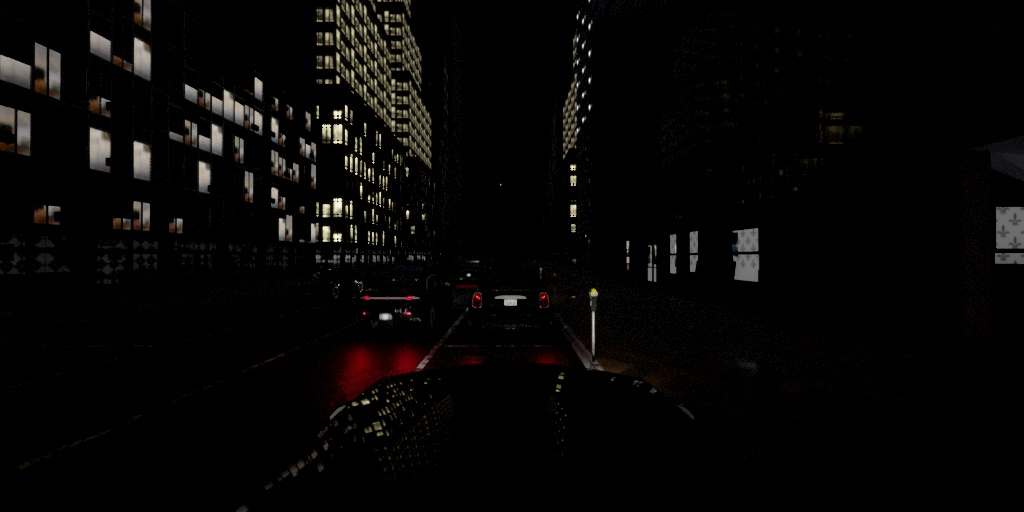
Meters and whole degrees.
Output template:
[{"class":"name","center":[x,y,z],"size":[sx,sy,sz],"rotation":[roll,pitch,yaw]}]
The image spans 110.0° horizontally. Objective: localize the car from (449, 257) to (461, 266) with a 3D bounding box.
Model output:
[{"class":"car","center":[-8.836,1.273,51.803],"size":[1.888,1.381,4.507],"rotation":[0,0,0]}]

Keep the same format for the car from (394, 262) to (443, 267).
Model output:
[{"class":"car","center":[-6.247,1.293,23.464],"size":[2.033,1.411,5.357],"rotation":[0,0,0]}]

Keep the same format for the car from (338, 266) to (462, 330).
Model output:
[{"class":"car","center":[-3.046,1.241,11.063],"size":[2.128,1.511,4.902],"rotation":[0,0,0]}]

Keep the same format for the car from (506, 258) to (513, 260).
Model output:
[{"class":"car","center":[-0.455,1.298,46.099],"size":[1.948,1.339,4.313],"rotation":[0,0,0]}]

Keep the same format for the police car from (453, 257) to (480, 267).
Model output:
[{"class":"police car","center":[-3.145,1.168,28.633],"size":[1.930,1.638,5.238],"rotation":[0,0,0]}]

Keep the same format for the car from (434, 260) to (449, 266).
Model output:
[{"class":"car","center":[-8.836,1.286,40.419],"size":[2.007,1.370,4.403],"rotation":[0,0,0]}]

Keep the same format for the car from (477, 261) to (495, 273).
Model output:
[{"class":"car","center":[-3.044,1.335,43.087],"size":[1.895,1.301,4.718],"rotation":[0,0,0]}]

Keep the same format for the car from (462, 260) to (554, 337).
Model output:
[{"class":"car","center":[-0.033,1.102,10.469],"size":[2.097,1.767,4.553],"rotation":[0,0,0]}]

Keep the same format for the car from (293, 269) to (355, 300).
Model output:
[{"class":"car","center":[-8.836,1.313,17.650],"size":[1.948,1.339,4.313],"rotation":[0,0,0]}]
